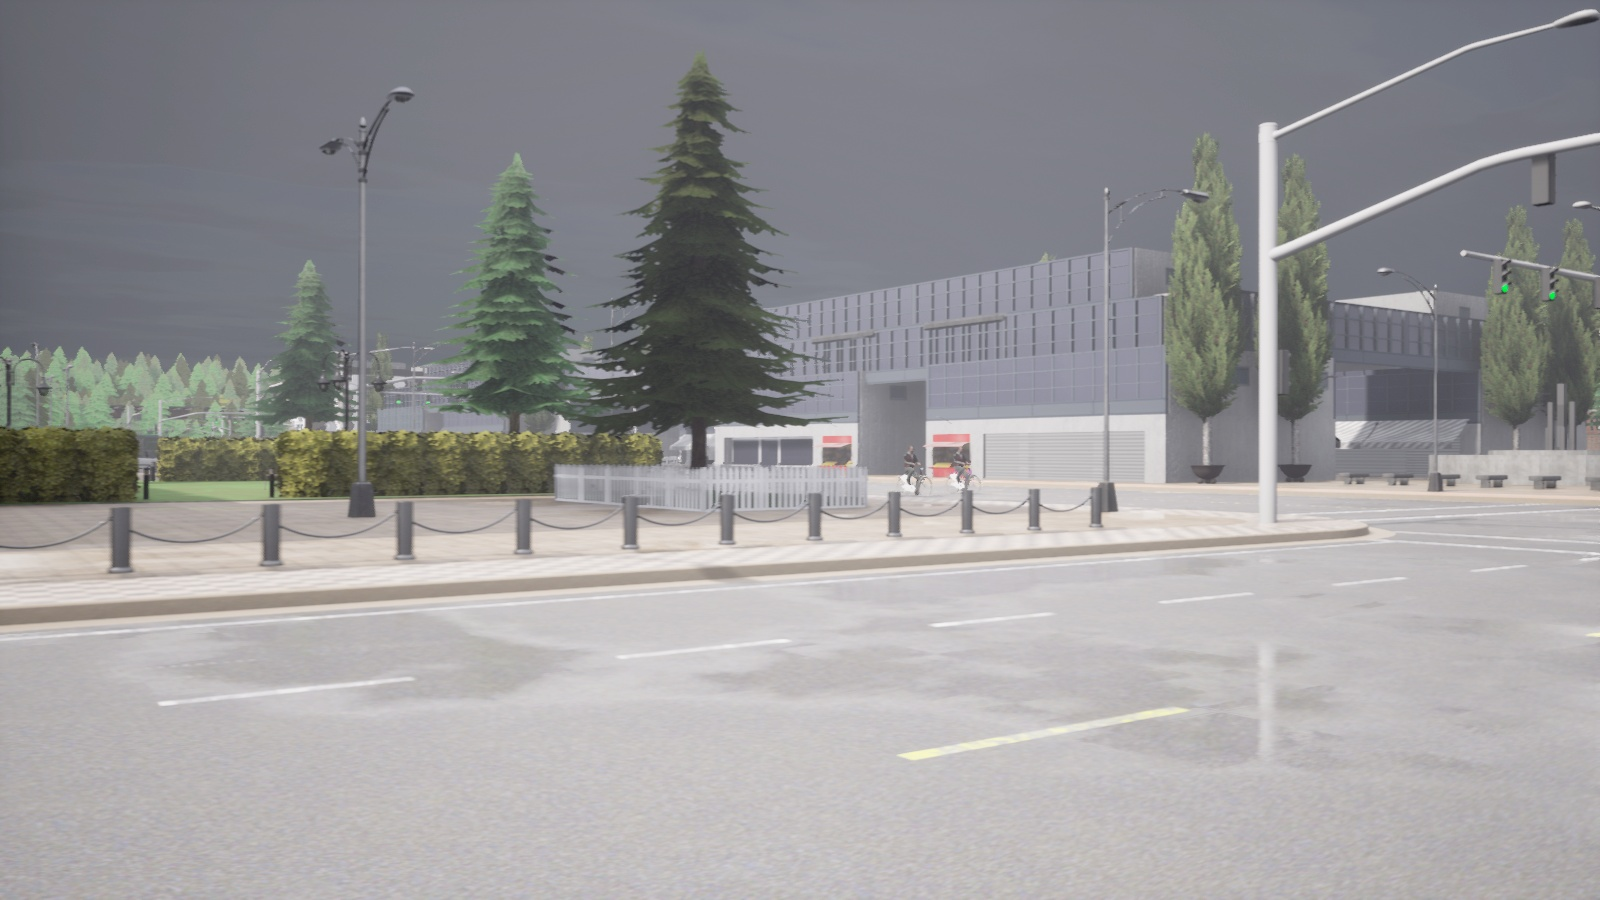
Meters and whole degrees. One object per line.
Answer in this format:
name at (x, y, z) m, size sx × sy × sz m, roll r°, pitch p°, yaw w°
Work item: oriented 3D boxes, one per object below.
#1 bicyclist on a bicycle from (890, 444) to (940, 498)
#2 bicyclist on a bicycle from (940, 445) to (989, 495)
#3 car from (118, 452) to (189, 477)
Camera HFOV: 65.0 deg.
bicyclist on a bicycle at (3.862, 0.711, 42.261) m, size 0.659 × 1.776 × 1.843 m, roll 0°, pitch 0°, yaw -35°
bicyclist on a bicycle at (5.933, 0.714, 45.411) m, size 0.659 × 1.776 × 1.843 m, roll 0°, pitch 0°, yaw -35°
car at (-42.499, 0.935, 82.577) m, size 3.988 × 1.617 × 1.851 m, roll 0°, pitch 0°, yaw -35°
